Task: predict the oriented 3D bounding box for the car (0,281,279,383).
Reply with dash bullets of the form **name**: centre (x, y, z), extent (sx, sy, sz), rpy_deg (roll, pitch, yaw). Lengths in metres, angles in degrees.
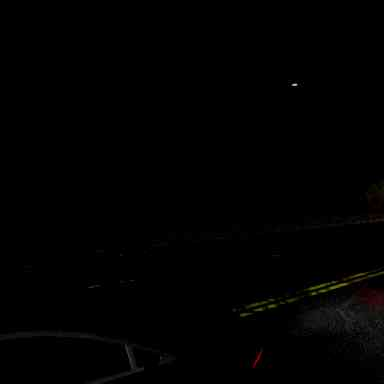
- **car**: centre (-1.397, 1.492, 2.466), extent (4.902, 1.511, 2.128), rpy_deg (0, 0, -36)
